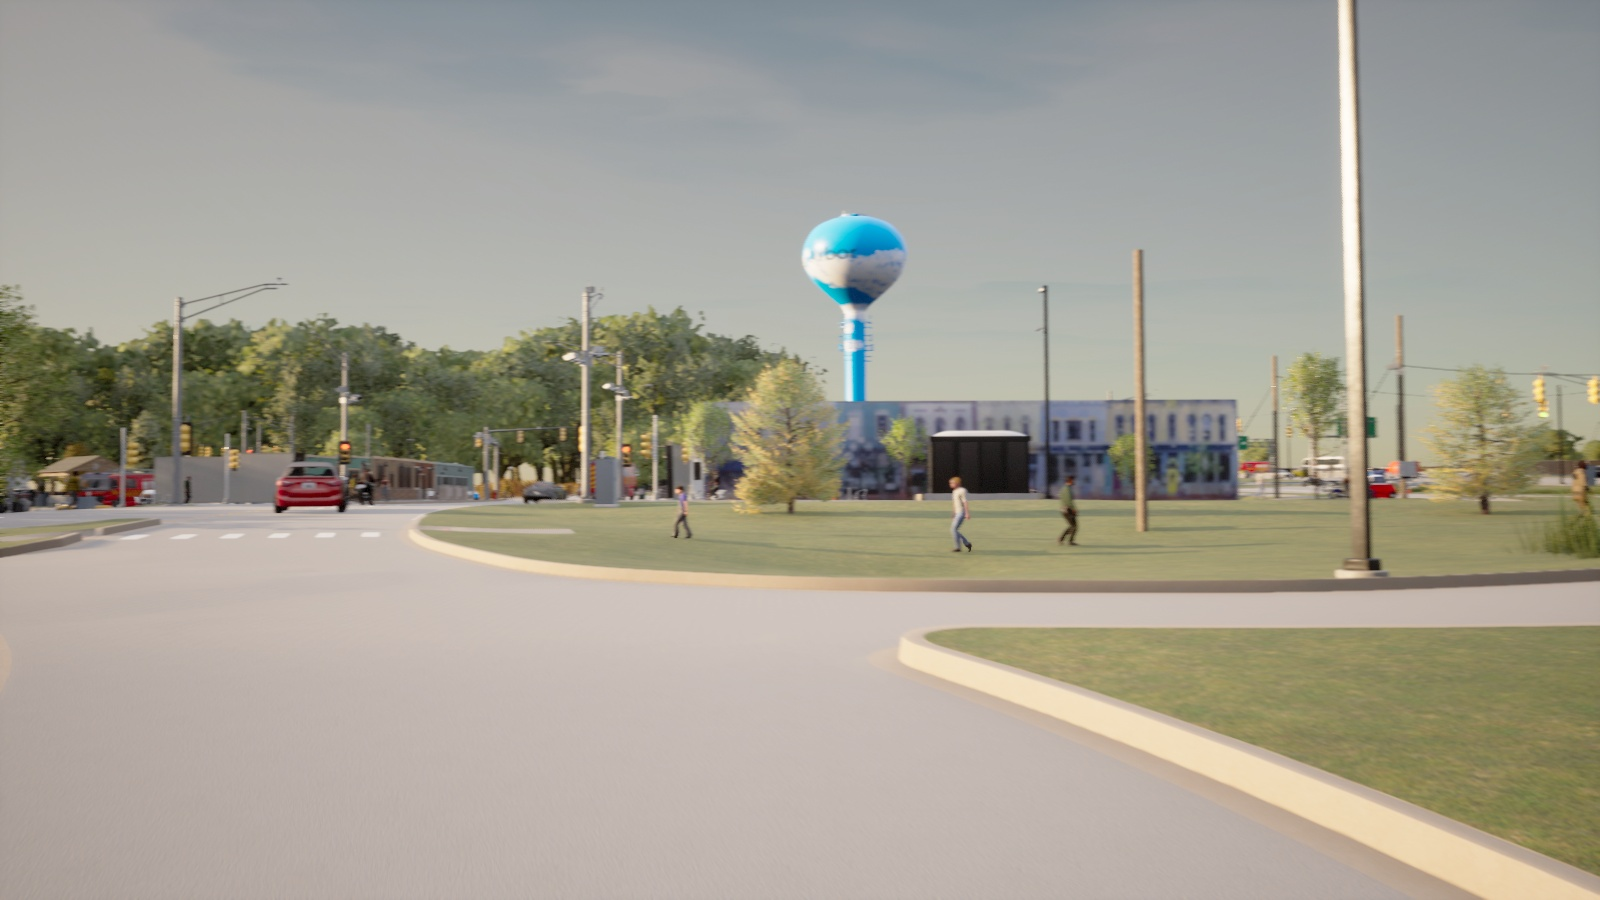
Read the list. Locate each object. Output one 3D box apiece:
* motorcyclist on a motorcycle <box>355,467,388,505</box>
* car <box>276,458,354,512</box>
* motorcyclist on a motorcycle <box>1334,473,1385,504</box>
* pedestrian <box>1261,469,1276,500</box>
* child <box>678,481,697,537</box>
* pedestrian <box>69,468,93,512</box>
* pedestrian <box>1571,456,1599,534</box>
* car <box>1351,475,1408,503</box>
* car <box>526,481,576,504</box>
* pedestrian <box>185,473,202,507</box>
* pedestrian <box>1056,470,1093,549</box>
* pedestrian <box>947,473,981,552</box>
[{"bbox_3d":[-17.302,1.467,50.752,0.797,1.523,2.044,0,-2,-6],"label":"motorcyclist on a motorcycle"},{"bbox_3d":[-16.129,1.136,41.991,2.242,1.667,4.611,0,-1,-19],"label":"car"},{"bbox_3d":[28.183,1.953,63.292,2.191,1.530,0.866,-2,-3,12],"label":"motorcyclist on a motorcycle"},{"bbox_3d":[27.447,2.025,73.621,0.706,1.836,0.354,0,-2,-4],"label":"pedestrian"},{"bbox_3d":[-2.568,1.348,28.609,0.437,1.263,0.270,0,-2,-6],"label":"child"},{"bbox_3d":[-30.206,1.685,52.763,0.431,1.840,0.709,-1,-3,19],"label":"pedestrian"},{"bbox_3d":[19.618,1.118,31.160,0.692,1.930,0.396,0,-2,4],"label":"pedestrian"},{"bbox_3d":[29.897,2.003,64.774,2.207,1.376,1.481,-1,-3,-17],"label":"car"},{"bbox_3d":[-15.549,2.650,78.592,1.994,1.385,4.181,0,-2,4],"label":"car"},{"bbox_3d":[-35.577,2.354,73.672,0.788,1.949,0.423,0,-2,3],"label":"pedestrian"},{"bbox_3d":[6.773,1.470,31.032,0.788,1.949,0.423,0,-2,-5],"label":"pedestrian"},{"bbox_3d":[3.831,1.451,29.307,0.706,1.836,0.354,0,-2,-6],"label":"pedestrian"}]
